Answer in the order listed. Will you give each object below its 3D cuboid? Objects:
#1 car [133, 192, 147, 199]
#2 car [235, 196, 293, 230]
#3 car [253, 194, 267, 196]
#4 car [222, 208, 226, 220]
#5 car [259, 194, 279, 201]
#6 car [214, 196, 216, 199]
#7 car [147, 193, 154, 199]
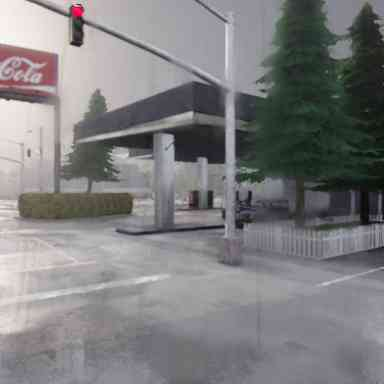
[{"bbox_3d":[-14.244,0.983,87.280,1.905,1.878,3.866,0,0,-36],"label":"car"},{"bbox_3d":[4.508,1.365,20.623,3.866,1.878,1.905,0,0,-36],"label":"car"},{"bbox_3d":[15.798,1.244,77.235,2.152,1.636,5.027,0,0,-36],"label":"car"},{"bbox_3d":[4.679,1.515,27.754,4.611,1.667,2.242,0,0,-36],"label":"car"},{"bbox_3d":[18.302,1.248,79.125,2.007,1.523,4.514,0,0,-36],"label":"car"},{"bbox_3d":[4.923,1.268,92.407,1.970,1.475,3.806,0,0,-36],"label":"car"},{"bbox_3d":[-12.138,0.997,89.325,1.932,1.855,4.605,0,0,-36],"label":"car"}]
